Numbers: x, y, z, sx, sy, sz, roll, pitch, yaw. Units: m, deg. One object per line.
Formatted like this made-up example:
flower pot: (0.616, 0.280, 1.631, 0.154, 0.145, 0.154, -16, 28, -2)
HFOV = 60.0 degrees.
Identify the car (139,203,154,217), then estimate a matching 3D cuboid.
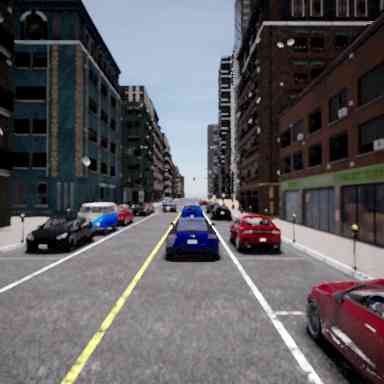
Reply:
car: (-5.691, 1.972, 36.969, 1.947, 1.339, 4.313, 0, -1, 0)

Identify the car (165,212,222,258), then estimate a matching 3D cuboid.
car: (0.021, 1.712, 13.508, 1.994, 1.385, 4.181, 0, -1, 0)

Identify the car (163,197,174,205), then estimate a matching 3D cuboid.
car: (-5.699, 2.219, 80.414, 2.192, 1.841, 5.009, 0, -1, 0)

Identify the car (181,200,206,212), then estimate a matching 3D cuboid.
car: (0.025, 1.798, 29.253, 1.882, 1.535, 5.008, 0, 0, 1)

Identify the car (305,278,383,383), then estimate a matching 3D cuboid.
car: (2.697, 1.625, 3.819, 1.802, 1.307, 4.206, 0, -1, 0)

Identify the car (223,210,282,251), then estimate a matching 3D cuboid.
car: (2.695, 1.707, 14.866, 1.887, 1.381, 4.507, 0, -1, 0)

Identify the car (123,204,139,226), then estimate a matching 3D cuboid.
car: (-5.689, 1.829, 25.923, 1.887, 1.381, 4.507, 0, -1, 0)

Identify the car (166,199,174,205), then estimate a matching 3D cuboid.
car: (-5.702, 2.513, 85.939, 1.887, 1.381, 4.507, 0, -1, 0)

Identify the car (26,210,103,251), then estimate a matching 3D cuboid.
car: (-5.686, 1.729, 14.876, 1.947, 1.339, 4.313, 0, -1, 0)

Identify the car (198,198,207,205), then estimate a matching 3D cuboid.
car: (2.679, 2.409, 85.941, 1.967, 1.590, 4.097, 0, -1, 0)

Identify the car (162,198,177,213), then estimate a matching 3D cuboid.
car: (-3.030, 1.995, 45.549, 2.128, 1.511, 4.902, 0, -1, 0)

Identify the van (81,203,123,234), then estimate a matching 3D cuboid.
van: (-5.686, 1.564, 20.402, 1.690, 1.788, 3.998, 0, -1, 0)

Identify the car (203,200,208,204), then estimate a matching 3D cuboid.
car: (2.688, 2.033, 42.482, 1.947, 1.339, 4.313, 0, -1, 0)

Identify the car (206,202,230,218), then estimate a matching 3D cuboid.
car: (2.691, 1.911, 31.435, 1.947, 1.339, 4.313, 0, -1, 0)
